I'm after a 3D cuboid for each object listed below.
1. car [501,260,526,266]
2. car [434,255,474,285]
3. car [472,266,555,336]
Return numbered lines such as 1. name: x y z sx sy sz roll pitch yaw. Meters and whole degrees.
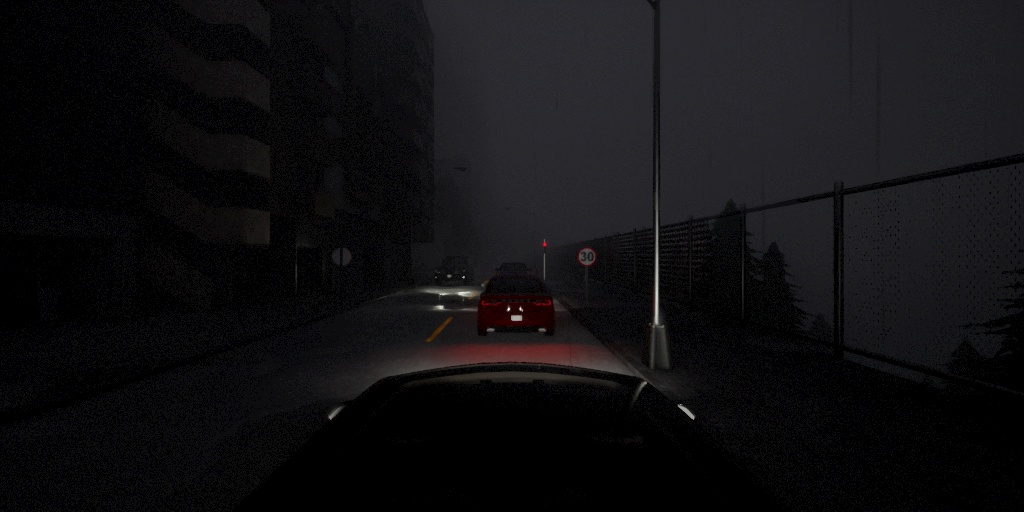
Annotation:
1. car: 0.086 1.102 20.806 2.097 1.767 4.553 0 0 0
2. car: -4.055 0.973 26.059 2.150 2.045 5.566 0 0 1
3. car: 0.092 1.228 10.436 1.882 1.535 5.008 0 0 0
